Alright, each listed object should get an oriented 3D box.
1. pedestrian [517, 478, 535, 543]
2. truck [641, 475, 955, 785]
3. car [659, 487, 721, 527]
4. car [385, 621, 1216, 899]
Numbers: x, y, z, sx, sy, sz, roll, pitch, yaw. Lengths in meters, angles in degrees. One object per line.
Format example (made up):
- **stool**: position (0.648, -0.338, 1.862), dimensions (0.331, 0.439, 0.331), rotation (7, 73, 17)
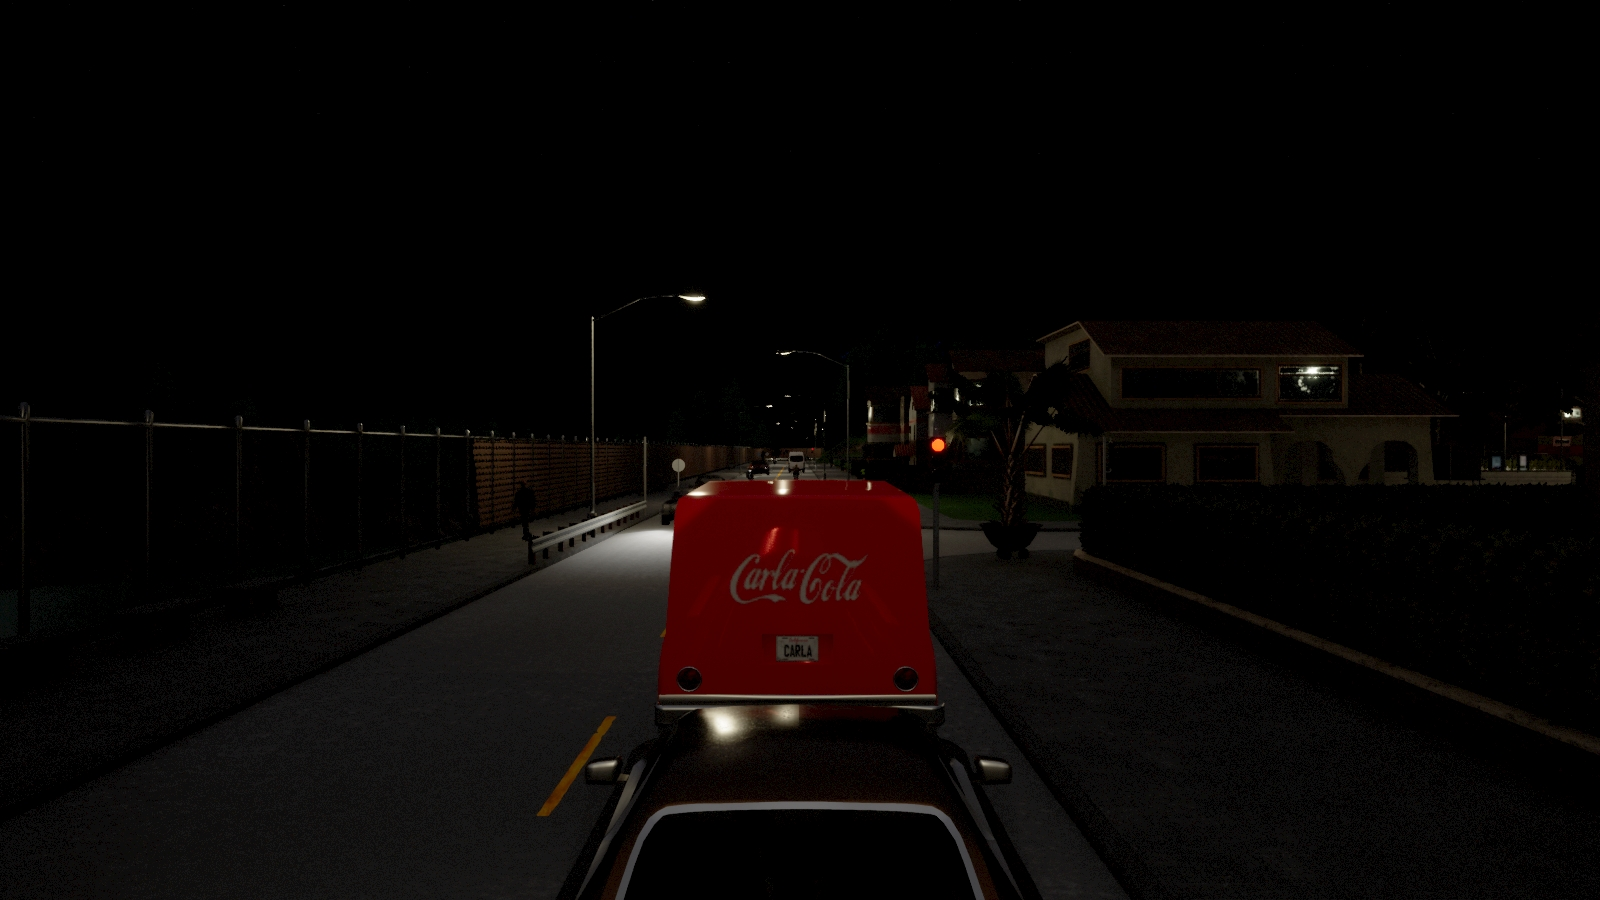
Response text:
- **pedestrian**: position (-7.932, 1.733, 33.090), dimensions (0.375, 1.860, 0.375), rotation (0, 0, 13)
- **truck**: position (-0.025, 1.564, 12.158), dimensions (2.627, 2.467, 5.204), rotation (0, 0, 0)
- **car**: position (-4.123, 2.140, 43.522), dimensions (1.895, 1.301, 4.718), rotation (0, 0, 0)
- **car**: position (-0.006, 1.989, 5.238), dimensions (2.152, 1.651, 5.027), rotation (0, 0, 0)
